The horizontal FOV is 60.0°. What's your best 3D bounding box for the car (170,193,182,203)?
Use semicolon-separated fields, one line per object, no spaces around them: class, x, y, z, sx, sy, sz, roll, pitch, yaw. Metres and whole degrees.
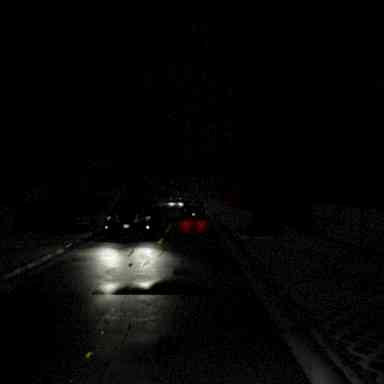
car;-2.759;1.018;58.714;2.097;1.767;4.553;0;0;1

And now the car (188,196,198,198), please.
car;0.126;1.267;42.981;1.837;1.490;4.892;0;1;0

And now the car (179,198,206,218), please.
car;0.119;1.427;27.836;1.895;1.301;4.718;0;0;0

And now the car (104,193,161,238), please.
car;-2.840;1.105;17.125;2.150;2.045;5.566;0;0;0
